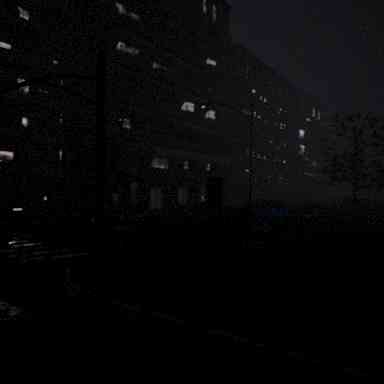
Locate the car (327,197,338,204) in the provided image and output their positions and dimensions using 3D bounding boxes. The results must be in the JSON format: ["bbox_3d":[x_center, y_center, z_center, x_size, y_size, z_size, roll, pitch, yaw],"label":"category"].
[{"bbox_3d":[32.645,2.041,77.870,1.947,1.339,4.313,1,0,36],"label":"car"}]

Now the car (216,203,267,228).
[{"bbox_3d":[3.376,1.746,23.839,1.947,1.339,4.313,1,0,36],"label":"car"}]

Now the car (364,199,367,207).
[{"bbox_3d":[29.570,2.126,59.523,1.802,1.307,4.206,1,0,36],"label":"car"}]

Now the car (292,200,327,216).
[{"bbox_3d":[13.201,1.759,37.221,1.967,1.590,4.097,1,0,36],"label":"car"}]

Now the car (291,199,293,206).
[{"bbox_3d":[16.273,1.836,55.568,1.802,1.307,4.206,1,0,36],"label":"car"}]

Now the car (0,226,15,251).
[{"bbox_3d":[-8.061,1.472,10.906,2.033,1.411,5.357,1,-1,1],"label":"car"}]

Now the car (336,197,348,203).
[{"bbox_3d":[39.094,2.086,86.653,1.752,1.417,4.829,1,0,36],"label":"car"}]

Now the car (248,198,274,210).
[{"bbox_3d":[9.726,1.604,46.646,1.967,1.590,4.097,1,0,36],"label":"car"}]

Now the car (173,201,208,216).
[{"bbox_3d":[-0.098,1.571,33.264,1.887,1.381,4.507,1,0,36],"label":"car"}]

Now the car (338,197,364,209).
[{"bbox_3d":[26.300,1.814,55.062,2.192,1.841,5.009,1,0,36],"label":"car"}]

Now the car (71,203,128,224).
[{"bbox_3d":[-6.647,1.485,24.344,2.008,1.369,4.403,1,0,36],"label":"car"}]

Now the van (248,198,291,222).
[{"bbox_3d":[6.654,1.568,28.299,1.690,1.788,3.998,1,0,36],"label":"van"}]

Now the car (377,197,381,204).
[{"bbox_3d":[39.393,2.226,72.905,2.008,1.369,4.403,1,0,36],"label":"car"}]

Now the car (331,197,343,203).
[{"bbox_3d":[35.921,1.959,82.330,1.967,1.590,4.097,1,0,36],"label":"car"}]

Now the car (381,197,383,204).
[{"bbox_3d":[45.947,2.077,81.825,2.192,1.841,5.009,1,0,36],"label":"car"}]

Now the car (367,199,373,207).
[{"bbox_3d":[32.846,2.028,63.984,1.967,1.590,4.097,1,0,36],"label":"car"}]

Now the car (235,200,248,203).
[{"bbox_3d":[6.450,1.700,42.186,1.802,1.307,4.206,1,0,36],"label":"car"}]

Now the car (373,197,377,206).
[{"bbox_3d":[36.119,2.177,68.444,1.887,1.381,4.507,1,0,36],"label":"car"}]
